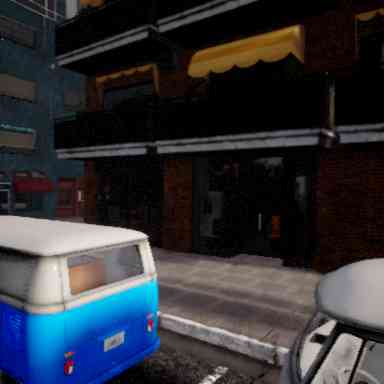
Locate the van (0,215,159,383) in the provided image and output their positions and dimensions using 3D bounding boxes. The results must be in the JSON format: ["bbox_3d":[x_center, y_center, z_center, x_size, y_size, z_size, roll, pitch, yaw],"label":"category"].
[{"bbox_3d":[-2.313,1.277,4.491,3.998,1.788,1.690,1,1,35],"label":"van"}]

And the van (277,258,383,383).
[{"bbox_3d":[2.263,1.346,1.259,3.998,1.788,1.690,1,1,35],"label":"van"}]
